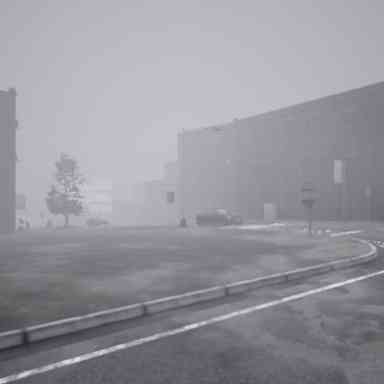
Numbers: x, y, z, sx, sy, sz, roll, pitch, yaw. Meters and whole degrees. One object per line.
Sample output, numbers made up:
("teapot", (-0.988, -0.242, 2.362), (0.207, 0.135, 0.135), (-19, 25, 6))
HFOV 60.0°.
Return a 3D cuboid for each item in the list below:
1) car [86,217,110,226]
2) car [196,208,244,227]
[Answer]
("car", (-13.946, 4.369, 48.949), (2.033, 1.411, 5.357), (0, -5, -36))
("car", (2.162, 2.026, 27.067), (1.812, 1.442, 4.674), (0, -4, -37))
